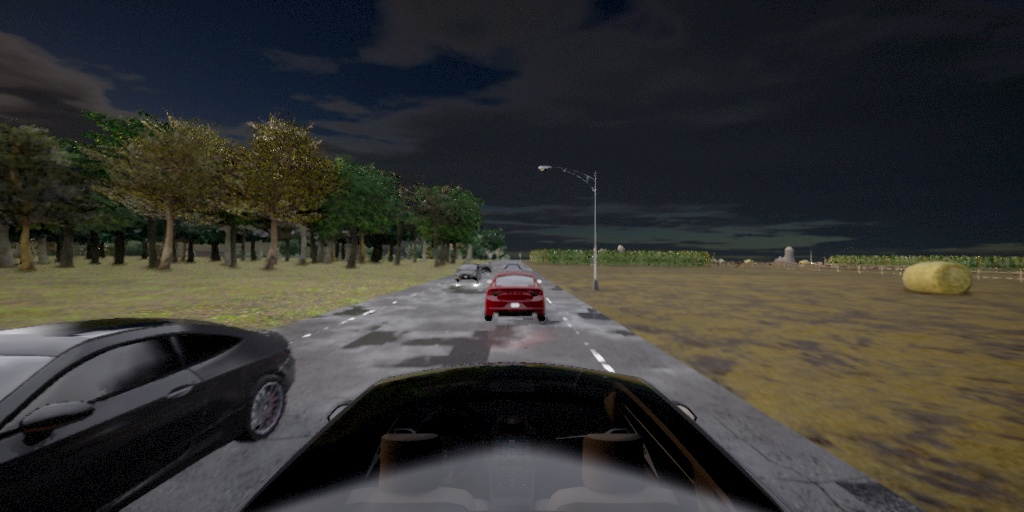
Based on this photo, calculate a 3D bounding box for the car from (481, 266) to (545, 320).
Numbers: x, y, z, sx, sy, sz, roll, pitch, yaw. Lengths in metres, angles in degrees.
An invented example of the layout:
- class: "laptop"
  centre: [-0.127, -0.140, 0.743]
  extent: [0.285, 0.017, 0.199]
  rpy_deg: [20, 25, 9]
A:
- class: "car"
  centre: [0.093, 1.303, 13.040]
  extent: [1.882, 1.535, 5.008]
  rpy_deg: [0, 0, 0]

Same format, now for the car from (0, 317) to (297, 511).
- class: "car"
  centre: [-3.590, 1.283, 2.674]
  extent: [1.812, 1.442, 4.674]
  rpy_deg: [0, -1, 0]

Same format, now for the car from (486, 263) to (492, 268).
- class: "car"
  centre: [-3.530, 1.510, 46.434]
  extent: [1.895, 1.301, 4.718]
  rpy_deg: [0, 0, 0]

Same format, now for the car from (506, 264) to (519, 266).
- class: "car"
  centre: [0.078, 1.449, 34.149]
  extent: [1.994, 1.385, 4.181]
  rpy_deg: [0, 0, 0]

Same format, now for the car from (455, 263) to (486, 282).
- class: "car"
  centre: [-3.565, 1.382, 30.171]
  extent: [1.837, 1.490, 4.892]
  rpy_deg: [0, 0, 0]
